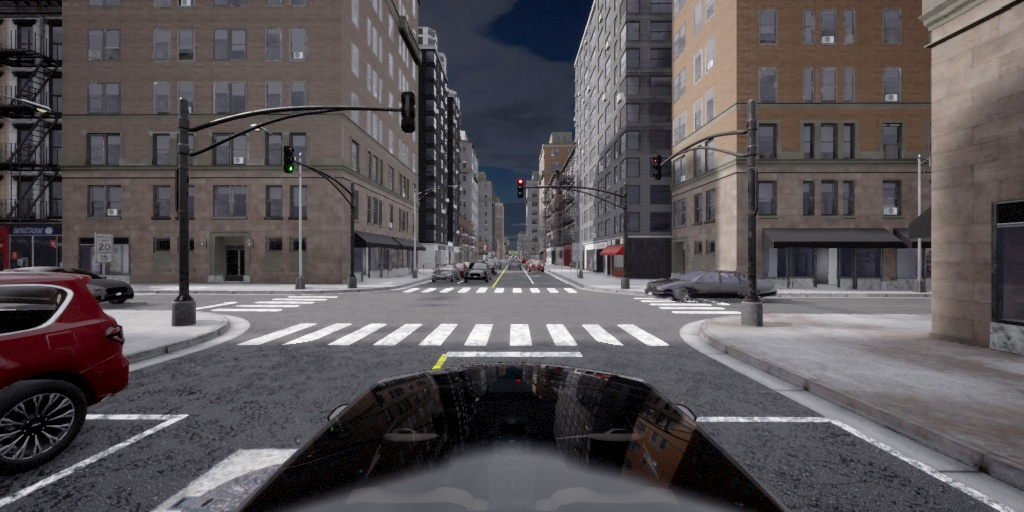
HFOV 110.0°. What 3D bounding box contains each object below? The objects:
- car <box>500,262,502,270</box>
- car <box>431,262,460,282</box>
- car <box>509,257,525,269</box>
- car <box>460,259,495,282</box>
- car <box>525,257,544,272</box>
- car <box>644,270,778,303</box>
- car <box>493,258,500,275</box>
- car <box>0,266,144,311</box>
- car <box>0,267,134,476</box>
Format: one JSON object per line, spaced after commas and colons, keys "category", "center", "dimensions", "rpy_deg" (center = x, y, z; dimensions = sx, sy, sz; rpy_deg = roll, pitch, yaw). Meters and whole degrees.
{"category": "car", "center": [-2.474, 1.231, 51.601], "dimensions": [2.128, 1.511, 4.902], "rpy_deg": [0, 0, 1]}
{"category": "car", "center": [-5.199, 1.299, 28.473], "dimensions": [2.007, 1.370, 4.403], "rpy_deg": [0, 0, 0]}
{"category": "car", "center": [0.476, 1.231, 55.152], "dimensions": [2.128, 1.511, 4.902], "rpy_deg": [0, 0, 0]}
{"category": "car", "center": [-2.662, 1.253, 28.502], "dimensions": [1.837, 1.490, 4.892], "rpy_deg": [0, 0, 0]}
{"category": "car", "center": [2.942, 1.184, 44.771], "dimensions": [1.967, 1.591, 4.097], "rpy_deg": [0, 0, 0]}
{"category": "car", "center": [9.035, 1.345, 16.492], "dimensions": [5.357, 1.411, 2.033], "rpy_deg": [0, 0, 0]}
{"category": "car", "center": [-2.589, 1.251, 38.875], "dimensions": [1.837, 1.490, 4.892], "rpy_deg": [0, 0, 0]}
{"category": "car", "center": [-17.432, 1.185, 13.694], "dimensions": [4.892, 1.490, 1.837], "rpy_deg": [0, 0, 0]}
{"category": "car", "center": [-5.389, 1.065, 2.011], "dimensions": [2.192, 1.841, 5.009], "rpy_deg": [0, 0, 0]}
